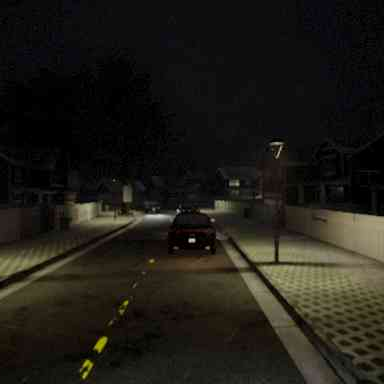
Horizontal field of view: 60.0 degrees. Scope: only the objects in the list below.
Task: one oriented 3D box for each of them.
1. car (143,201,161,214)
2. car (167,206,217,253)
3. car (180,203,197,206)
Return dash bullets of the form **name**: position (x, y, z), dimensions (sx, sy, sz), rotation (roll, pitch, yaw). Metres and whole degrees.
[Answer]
- **car**: position (-4.973, 1.824, 40.991), dimensions (2.128, 1.511, 4.902), rotation (0, 0, -12)
- **car**: position (0.003, 1.607, 14.467), dimensions (1.882, 1.535, 5.008), rotation (0, 0, 0)
- **car**: position (-0.365, 1.738, 29.400), dimensions (2.128, 1.511, 4.902), rotation (0, 0, -5)
